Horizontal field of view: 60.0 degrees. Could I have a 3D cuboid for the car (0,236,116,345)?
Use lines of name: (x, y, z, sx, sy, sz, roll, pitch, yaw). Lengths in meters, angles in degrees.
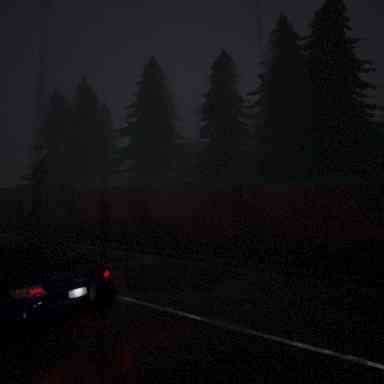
car: (-3.441, 1.564, 6.442, 4.181, 1.385, 1.994, 0, 0, 35)
